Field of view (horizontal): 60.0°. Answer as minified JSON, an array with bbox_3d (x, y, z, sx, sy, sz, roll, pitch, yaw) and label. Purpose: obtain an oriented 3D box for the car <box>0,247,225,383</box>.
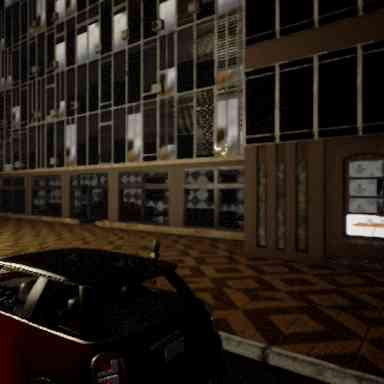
[{"bbox_3d":[-1.732,1.425,4.112,4.097,1.590,1.967,0,0,36],"label":"car"}]
